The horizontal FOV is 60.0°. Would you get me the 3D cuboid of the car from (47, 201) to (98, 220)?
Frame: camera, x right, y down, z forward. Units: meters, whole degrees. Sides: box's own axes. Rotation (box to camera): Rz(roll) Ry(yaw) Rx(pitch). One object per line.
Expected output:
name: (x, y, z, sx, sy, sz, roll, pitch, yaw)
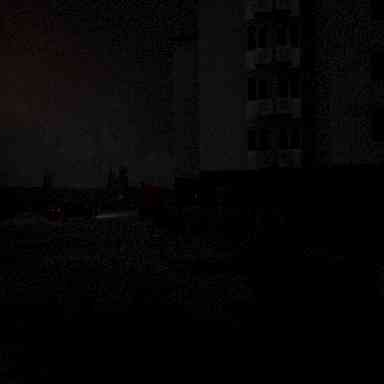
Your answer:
car: (-11.114, 1.633, 31.322, 2.097, 1.767, 4.553, -1, 0, 35)
